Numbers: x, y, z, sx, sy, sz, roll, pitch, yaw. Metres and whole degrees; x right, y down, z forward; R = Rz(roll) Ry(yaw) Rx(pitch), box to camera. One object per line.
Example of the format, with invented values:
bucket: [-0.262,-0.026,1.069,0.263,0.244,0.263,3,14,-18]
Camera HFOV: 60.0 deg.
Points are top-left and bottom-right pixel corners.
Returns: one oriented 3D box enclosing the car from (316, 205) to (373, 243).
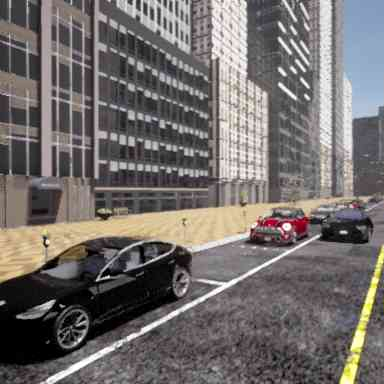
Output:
car: [7.694,1.583,16.307,1.994,1.385,4.181,0,0,32]

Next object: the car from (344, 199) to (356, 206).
car: [13.037,1.592,29.753,2.008,1.369,4.403,0,0,32]

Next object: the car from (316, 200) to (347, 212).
car: [10.108,1.584,25.070,2.008,1.369,4.403,0,0,32]

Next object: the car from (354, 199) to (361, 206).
car: [15.965,1.490,34.436,1.967,1.590,4.097,0,0,32]

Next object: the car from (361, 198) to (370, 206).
car: [21.823,1.632,43.800,1.947,1.339,4.313,0,0,32]

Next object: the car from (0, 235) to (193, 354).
car: [-1.606,1.575,6.340,1.947,1.339,4.313,0,0,32]

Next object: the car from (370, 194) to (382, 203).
car: [39.394,1.703,71.895,1.947,1.339,4.313,0,0,32]

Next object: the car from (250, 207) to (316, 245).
car: [4.251,1.460,15.706,1.967,1.590,4.097,0,0,32]
